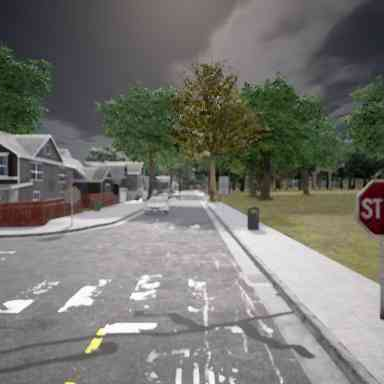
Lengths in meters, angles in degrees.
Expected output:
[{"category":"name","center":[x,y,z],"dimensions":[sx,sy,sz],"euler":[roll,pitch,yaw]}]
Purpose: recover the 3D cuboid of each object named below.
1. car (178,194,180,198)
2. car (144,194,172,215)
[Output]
[{"category":"car","center":[-2.875,0.536,54.700],"dimensions":[1.994,1.385,4.181],"euler":[0,1,0]},{"category":"car","center":[-2.814,1.092,27.680],"dimensions":[1.812,1.442,4.674],"euler":[0,1,0]}]
